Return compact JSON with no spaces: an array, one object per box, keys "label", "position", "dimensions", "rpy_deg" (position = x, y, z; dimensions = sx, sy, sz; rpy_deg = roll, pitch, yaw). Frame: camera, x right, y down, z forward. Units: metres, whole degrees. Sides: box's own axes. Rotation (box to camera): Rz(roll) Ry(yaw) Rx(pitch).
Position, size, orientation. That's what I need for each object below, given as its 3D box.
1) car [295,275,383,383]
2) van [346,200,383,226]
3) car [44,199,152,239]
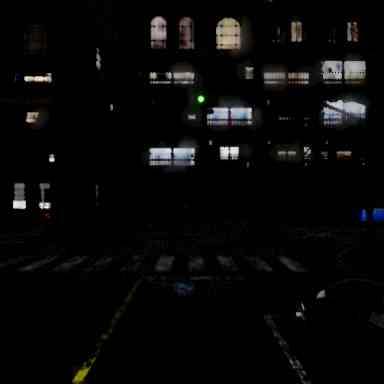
[{"label":"car","position":[2.571,1.594,3.777],"dimensions":[1.947,1.339,4.313],"rpy_deg":[1,0,0]},{"label":"van","position":[13.072,1.461,23.358],"dimensions":[3.998,1.788,1.690],"rpy_deg":[0,-1,0]},{"label":"car","position":[-5.000,1.420,17.948],"dimensions":[5.566,2.045,2.150],"rpy_deg":[0,-1,0]}]
